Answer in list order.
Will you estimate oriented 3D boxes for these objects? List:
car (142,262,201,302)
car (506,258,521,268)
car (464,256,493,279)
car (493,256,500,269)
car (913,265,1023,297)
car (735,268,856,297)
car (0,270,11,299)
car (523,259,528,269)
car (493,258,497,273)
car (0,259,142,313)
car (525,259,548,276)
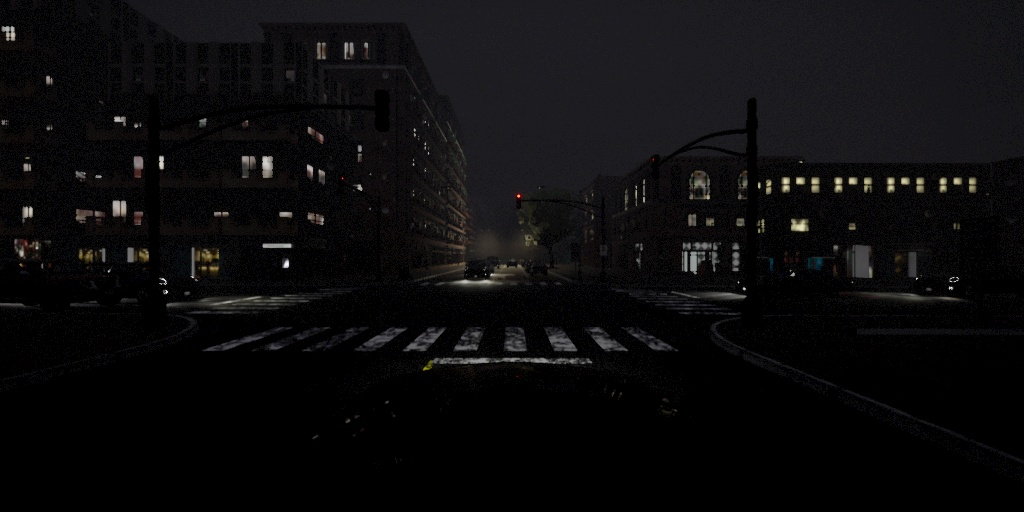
[{"bbox_3d":[-16.523,1.050,15.722,4.553,1.767,2.097,0,0,-1],"label":"car"},{"bbox_3d":[0.015,1.308,63.178,2.128,1.511,4.902,0,0,0],"label":"car"},{"bbox_3d":[-3.065,1.119,32.281,2.097,1.767,4.553,0,0,-1],"label":"car"},{"bbox_3d":[-3.071,1.027,57.310,2.150,2.045,5.566,0,0,0],"label":"car"},{"bbox_3d":[24.528,1.216,19.182,4.553,1.767,2.097,0,0,0],"label":"car"},{"bbox_3d":[15.028,1.368,19.117,5.357,1.411,2.033,0,0,0],"label":"car"},{"bbox_3d":[-25.579,1.271,15.638,4.718,1.301,1.895,0,0,0],"label":"car"},{"bbox_3d":[2.701,1.221,42.518,1.967,1.591,4.097,0,0,0],"label":"car"},{"bbox_3d":[-3.088,1.307,42.579,1.812,1.442,4.674,0,0,0],"label":"car"},{"bbox_3d":[-17.273,1.011,13.107,5.009,1.841,2.192,0,0,0],"label":"car"},{"bbox_3d":[2.699,1.323,36.821,2.007,1.370,4.403,0,0,0],"label":"car"}]
